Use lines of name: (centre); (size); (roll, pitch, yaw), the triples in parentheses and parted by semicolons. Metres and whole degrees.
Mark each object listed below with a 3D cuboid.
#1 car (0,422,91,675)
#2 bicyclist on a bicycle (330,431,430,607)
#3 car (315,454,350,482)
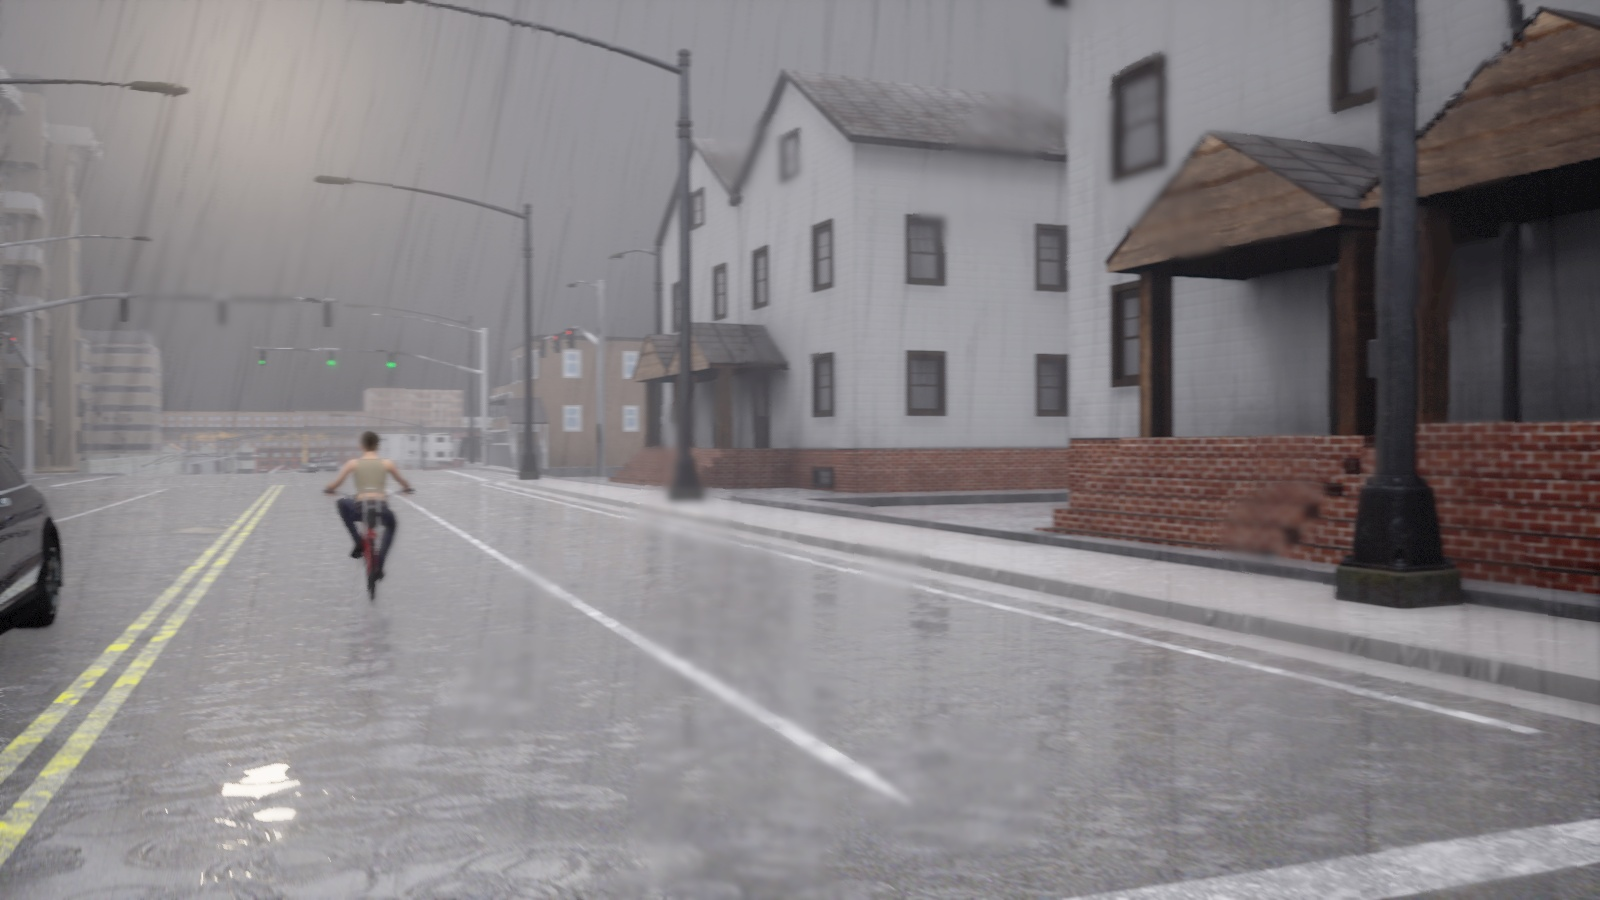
car: (-6.540, 0.643, 8.793); (2.033, 1.649, 4.856); (0, 0, -21)
bicyclist on a bicycle: (-4.138, 0.624, 12.315); (0.866, 1.612, 1.509); (0, 0, -21)
car: (-27.693, 1.067, 74.357); (1.895, 1.301, 4.718); (0, -5, -21)
